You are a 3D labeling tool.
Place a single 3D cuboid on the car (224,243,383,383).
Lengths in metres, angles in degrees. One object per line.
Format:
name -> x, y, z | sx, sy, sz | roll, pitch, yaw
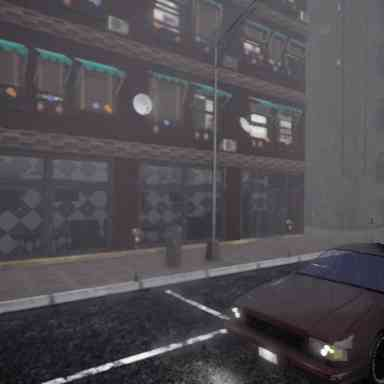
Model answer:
car -> 3.085, 1.619, 5.576 | 5.357, 1.411, 2.033 | 1, -1, -35
